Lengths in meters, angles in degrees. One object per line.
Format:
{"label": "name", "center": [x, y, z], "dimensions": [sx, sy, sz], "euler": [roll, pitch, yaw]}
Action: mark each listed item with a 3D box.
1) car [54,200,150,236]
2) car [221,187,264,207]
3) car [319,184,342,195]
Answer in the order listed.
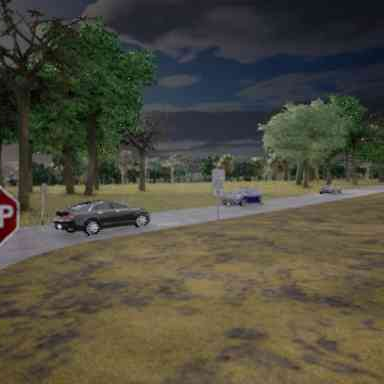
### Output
{"label": "car", "center": [-4.169, 1.133, 16.170], "dimensions": [1.837, 1.490, 4.892], "euler": [-1, 1, 39]}
{"label": "car", "center": [4.598, 0.337, 30.236], "dimensions": [2.097, 1.767, 4.553], "euler": [1, 3, 42]}
{"label": "car", "center": [19.363, -0.360, 46.553], "dimensions": [1.994, 1.385, 4.181], "euler": [1, 3, 42]}
